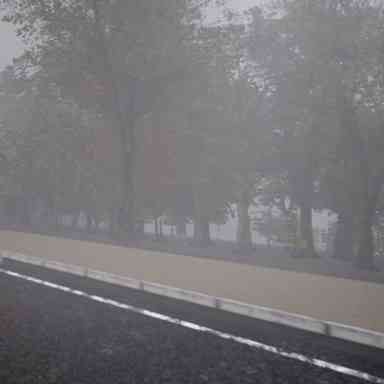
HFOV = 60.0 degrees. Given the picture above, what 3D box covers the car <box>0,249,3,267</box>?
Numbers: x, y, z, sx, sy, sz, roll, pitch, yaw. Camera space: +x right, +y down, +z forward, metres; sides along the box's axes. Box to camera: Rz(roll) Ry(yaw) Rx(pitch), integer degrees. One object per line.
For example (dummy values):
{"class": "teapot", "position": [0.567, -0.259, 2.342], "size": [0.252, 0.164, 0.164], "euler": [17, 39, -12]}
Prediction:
{"class": "car", "position": [-6.943, 1.558, 8.629], "size": [4.718, 1.301, 1.895], "euler": [0, 0, 35]}
